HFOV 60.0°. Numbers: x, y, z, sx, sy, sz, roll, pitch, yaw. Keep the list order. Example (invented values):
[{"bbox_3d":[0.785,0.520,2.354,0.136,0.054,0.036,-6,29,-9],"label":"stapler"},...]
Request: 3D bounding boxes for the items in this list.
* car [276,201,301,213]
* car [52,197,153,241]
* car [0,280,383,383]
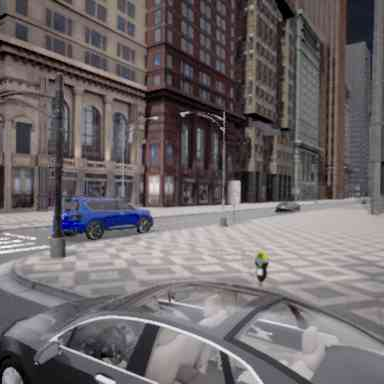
[{"bbox_3d":[11.822,1.766,40.589,1.994,1.385,4.181,1,0,35],"label":"car"},{"bbox_3d":[-4.503,1.286,17.594,2.150,2.045,5.566,1,0,35],"label":"car"},{"bbox_3d":[-0.146,1.547,3.054,4.403,1.369,2.008,0,1,36],"label":"car"}]
